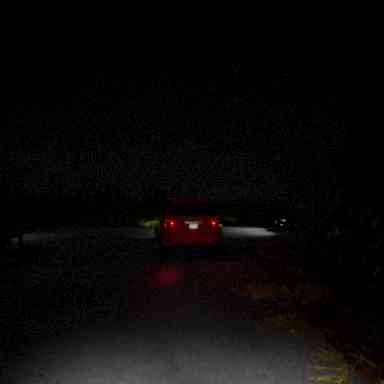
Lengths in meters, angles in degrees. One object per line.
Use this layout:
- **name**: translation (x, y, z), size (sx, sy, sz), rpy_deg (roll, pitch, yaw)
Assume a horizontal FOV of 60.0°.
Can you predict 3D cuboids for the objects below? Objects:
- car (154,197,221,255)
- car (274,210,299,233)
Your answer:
- **car**: translation (-0.299, 1.217, 13.557), size (2.150, 2.045, 5.566), rpy_deg (1, 0, -7)
- **car**: translation (7.220, 1.499, 19.179), size (4.892, 1.490, 1.837), rpy_deg (0, 0, -3)
